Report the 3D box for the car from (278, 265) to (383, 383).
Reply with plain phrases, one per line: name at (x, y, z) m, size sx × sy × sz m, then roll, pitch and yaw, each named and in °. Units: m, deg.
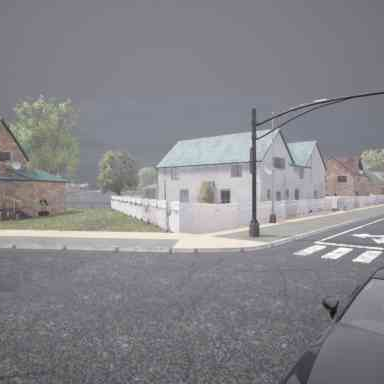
car at (2.512, 1.524, 3.380) m, size 1.812 × 1.442 × 4.674 m, roll 0°, pitch 0°, yaw 42°
